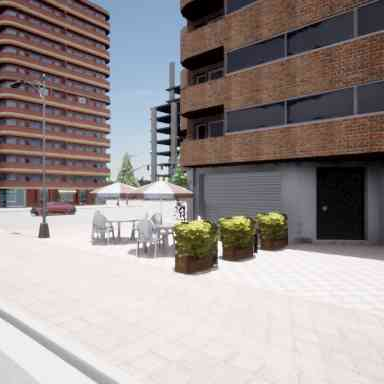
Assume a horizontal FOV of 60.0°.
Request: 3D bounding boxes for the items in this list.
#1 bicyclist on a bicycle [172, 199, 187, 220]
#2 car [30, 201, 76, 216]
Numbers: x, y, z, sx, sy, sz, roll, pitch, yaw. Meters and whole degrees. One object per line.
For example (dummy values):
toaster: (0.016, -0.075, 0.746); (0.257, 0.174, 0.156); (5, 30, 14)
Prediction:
bicyclist on a bicycle: (-0.968, 1.356, 25.431); (1.656, 1.620, 0.582); (0, 0, 41)
car: (-13.650, 1.619, 32.927); (1.994, 1.385, 4.181); (0, 0, 42)
